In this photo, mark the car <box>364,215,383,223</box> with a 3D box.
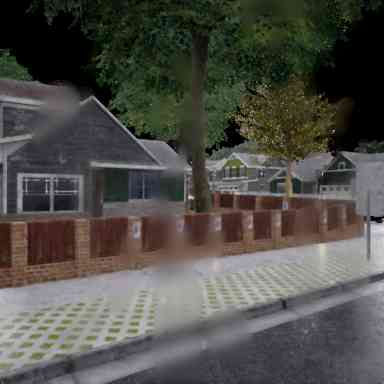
[{"bbox_3d":[10.762,1.361,22.637,1.895,1.301,4.718,0,1,-32],"label":"car"}]

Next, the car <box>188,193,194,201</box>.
[{"bbox_3d":[-0.930,0.848,41.306,1.812,1.442,4.674,0,1,-32],"label":"car"}]
